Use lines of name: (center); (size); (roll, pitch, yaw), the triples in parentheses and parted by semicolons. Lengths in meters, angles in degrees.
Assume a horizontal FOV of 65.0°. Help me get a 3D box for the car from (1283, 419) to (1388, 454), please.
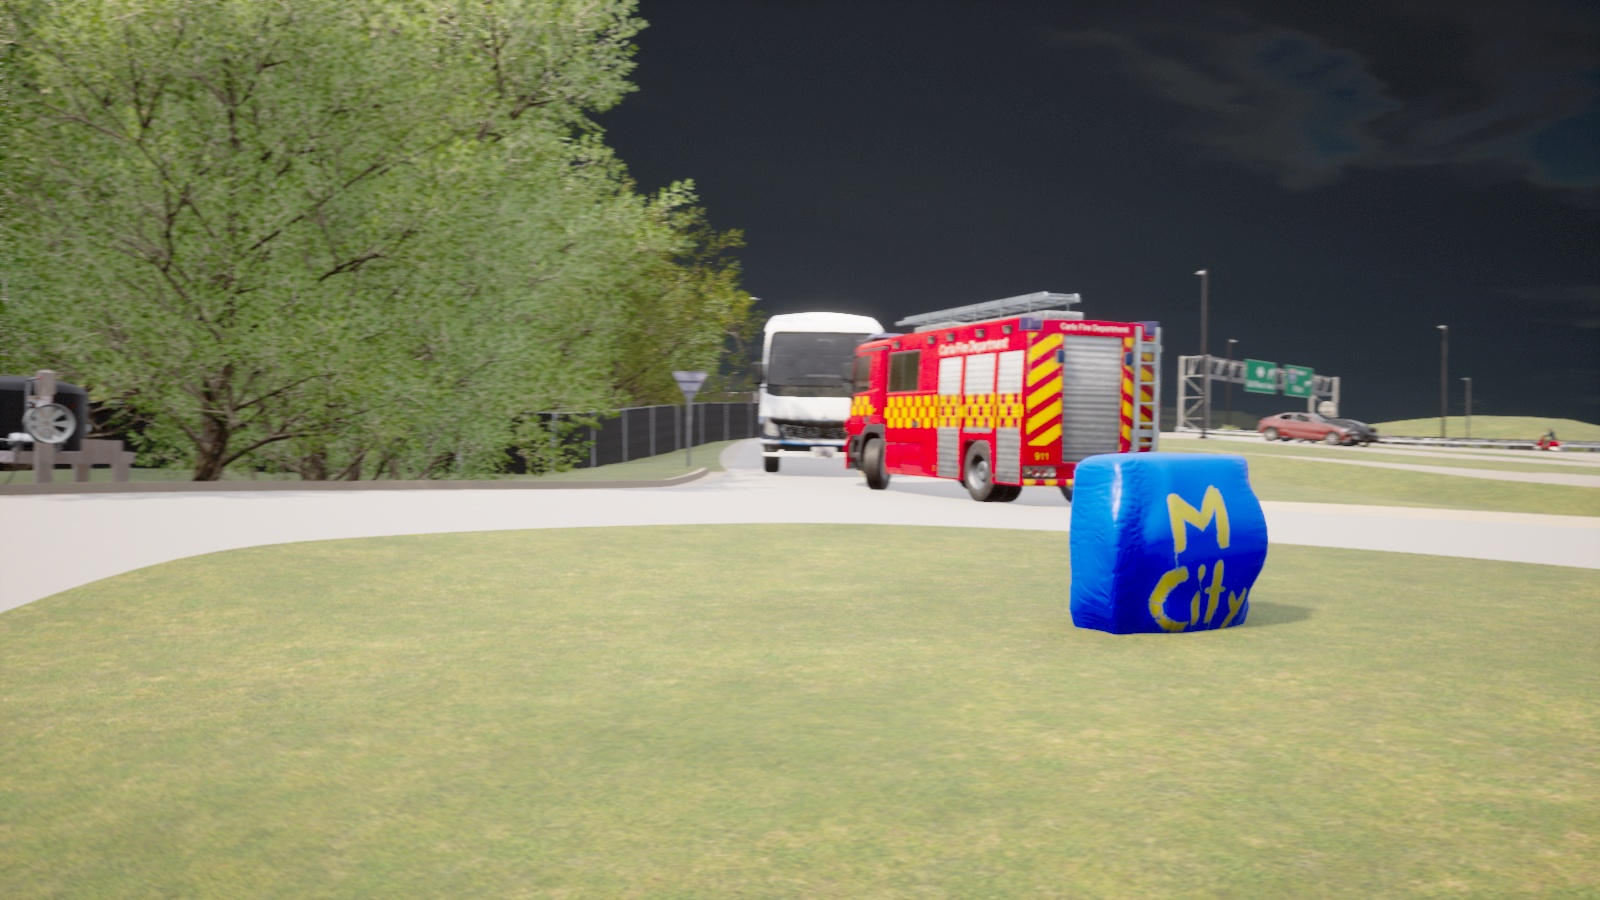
car: (29.479, -0.766, 69.213); (1.837, 1.490, 4.892); (2, 3, -42)

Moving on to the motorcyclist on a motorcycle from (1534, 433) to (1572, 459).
motorcyclist on a motorcycle: (48.978, -0.272, 81.677); (0.866, 1.590, 1.817); (1, 2, -31)

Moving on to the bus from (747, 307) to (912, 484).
bus: (0.622, -1.739, 36.157); (3.944, 4.253, 10.273); (1, 4, -1)

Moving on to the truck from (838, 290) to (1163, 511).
truck: (3.744, -0.933, 26.312); (2.891, 3.827, 8.468); (1, 1, -20)

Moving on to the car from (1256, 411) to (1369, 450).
car: (27.176, -1.063, 66.686); (5.027, 1.651, 2.152); (7, 3, 44)
